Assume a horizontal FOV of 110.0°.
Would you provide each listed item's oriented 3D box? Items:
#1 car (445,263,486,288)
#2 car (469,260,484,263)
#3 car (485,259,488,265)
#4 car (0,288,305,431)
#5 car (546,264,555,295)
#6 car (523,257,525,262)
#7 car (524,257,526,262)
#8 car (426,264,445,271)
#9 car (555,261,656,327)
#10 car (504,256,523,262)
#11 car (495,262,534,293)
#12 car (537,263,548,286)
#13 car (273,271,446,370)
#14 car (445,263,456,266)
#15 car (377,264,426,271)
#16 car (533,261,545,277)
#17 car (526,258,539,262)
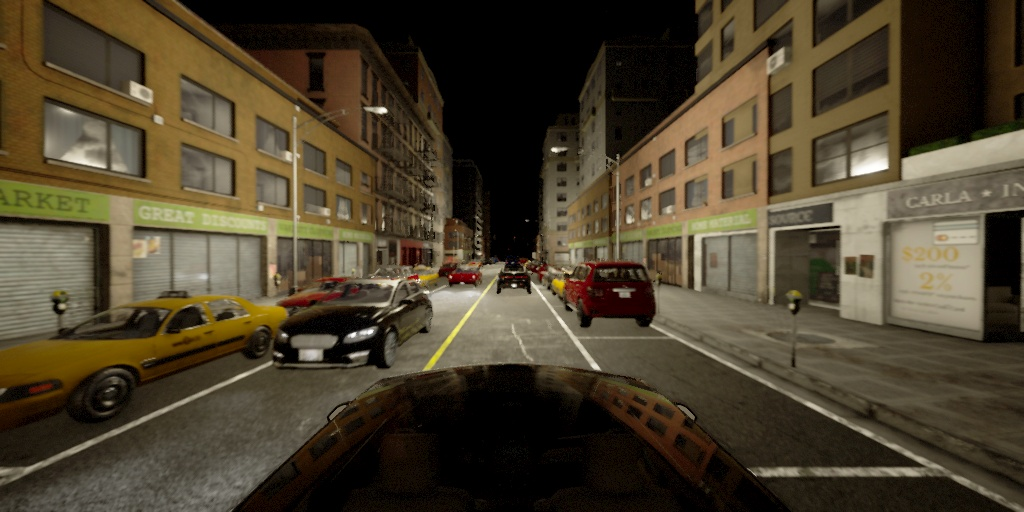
[{"bbox_3d":[-3.072,1.367,24.350,1.895,1.301,4.718,0,0,0],"label":"car"},{"bbox_3d":[-5.659,1.268,55.424,1.967,1.591,4.097,0,0,0],"label":"car"},{"bbox_3d":[-5.658,1.409,60.921,1.948,1.339,4.313,0,0,0],"label":"car"},{"bbox_3d":[-5.667,1.276,5.784,1.751,1.417,4.829,0,0,0],"label":"car"},{"bbox_3d":[2.860,1.283,17.117,1.751,1.417,4.829,0,0,0],"label":"car"},{"bbox_3d":[2.867,1.353,55.594,1.751,1.417,4.829,0,0,0],"label":"car"},{"bbox_3d":[2.865,1.241,44.430,1.967,1.591,4.097,0,0,0],"label":"car"},{"bbox_3d":[-5.664,1.289,22.274,1.751,1.417,4.829,0,0,0],"label":"car"},{"bbox_3d":[2.860,1.068,11.450,2.192,1.841,5.009,0,0,0],"label":"car"},{"bbox_3d":[0.111,1.037,50.497,2.150,2.045,5.566,0,0,0],"label":"car"},{"bbox_3d":[0.103,1.266,20.863,1.837,1.490,4.892,0,0,0],"label":"car"},{"bbox_3d":[2.861,1.314,22.443,2.007,1.370,4.403,0,0,0],"label":"car"},{"bbox_3d":[-3.047,1.244,7.910,2.128,1.511,4.902,0,0,0],"label":"car"},{"bbox_3d":[-5.663,1.325,33.438,1.888,1.381,4.507,0,0,0],"label":"car"},{"bbox_3d":[-5.665,1.197,16.948,1.967,1.591,4.097,0,0,0],"label":"car"},{"bbox_3d":[2.862,1.316,27.940,1.888,1.381,4.507,0,0,0],"label":"car"},{"bbox_3d":[2.864,1.230,38.933,1.967,1.591,4.097,0,0,0],"label":"car"}]
